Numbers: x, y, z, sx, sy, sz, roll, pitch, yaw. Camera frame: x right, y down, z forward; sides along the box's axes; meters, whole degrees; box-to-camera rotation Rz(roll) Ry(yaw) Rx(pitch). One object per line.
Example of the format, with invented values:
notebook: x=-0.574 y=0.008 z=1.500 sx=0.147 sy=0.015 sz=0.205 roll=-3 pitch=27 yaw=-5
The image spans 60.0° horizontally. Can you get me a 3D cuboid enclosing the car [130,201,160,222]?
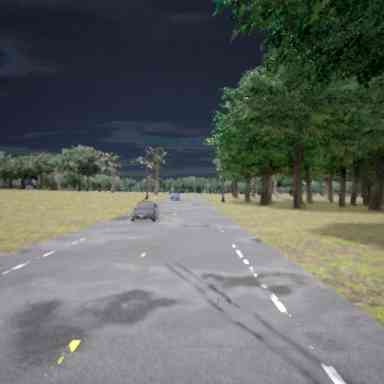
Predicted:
car: x=-3.598 y=1.519 z=26.192 sx=1.837 sy=1.490 sz=4.892 roll=0 pitch=0 yaw=0

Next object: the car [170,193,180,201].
car: x=-3.499 y=0.950 z=68.612 sx=1.882 sy=1.535 sz=5.008 roll=0 pitch=1 yaw=0
